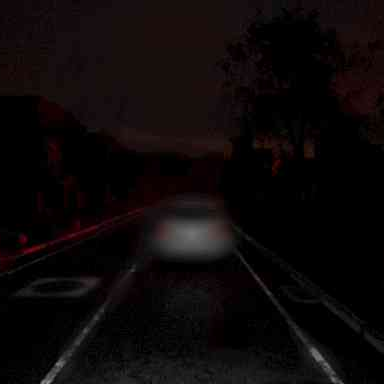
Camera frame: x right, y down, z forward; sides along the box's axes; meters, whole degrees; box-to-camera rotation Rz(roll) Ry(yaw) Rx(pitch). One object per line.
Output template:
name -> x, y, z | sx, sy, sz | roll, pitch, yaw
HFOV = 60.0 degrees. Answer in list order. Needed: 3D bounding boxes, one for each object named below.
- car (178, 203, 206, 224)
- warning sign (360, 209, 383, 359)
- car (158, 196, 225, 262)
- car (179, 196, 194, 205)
car -> 0.010, 1.696, 27.528 | 2.033, 1.411, 5.357 | 0, 0, 0
warning sign -> 3.040, 1.154, 4.163 | 1.300, 1.860, 1.060 | -1, -1, 0
car -> 0.011, 1.311, 12.587 | 2.150, 2.045, 5.566 | 0, 0, 0
car -> -1.134, 1.649, 67.574 | 2.097, 1.767, 4.553 | 0, 0, 13
